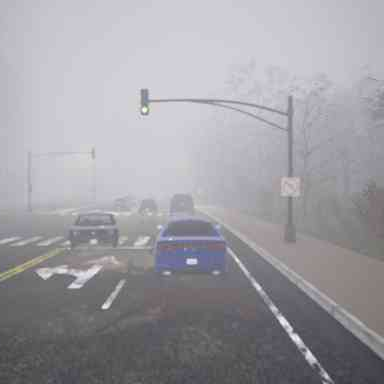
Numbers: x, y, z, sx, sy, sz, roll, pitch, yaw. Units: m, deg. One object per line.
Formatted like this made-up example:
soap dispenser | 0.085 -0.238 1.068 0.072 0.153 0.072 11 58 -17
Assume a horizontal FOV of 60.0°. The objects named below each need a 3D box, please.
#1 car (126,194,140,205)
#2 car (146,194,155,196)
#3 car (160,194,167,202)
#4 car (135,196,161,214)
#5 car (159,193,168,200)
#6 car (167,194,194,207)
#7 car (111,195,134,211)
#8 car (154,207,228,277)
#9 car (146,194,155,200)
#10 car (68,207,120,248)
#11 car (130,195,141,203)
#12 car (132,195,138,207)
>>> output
car | -9.993 1.231 56.562 2.097 1.767 4.553 0 0 -6
car | -8.523 1.312 70.426 1.882 1.535 5.008 0 0 -8
car | -5.365 1.306 71.276 1.882 1.535 5.008 0 0 -9
car | -4.536 1.439 34.888 1.837 1.490 4.892 0 0 -4
car | -6.934 1.113 81.281 1.882 1.535 5.008 0 0 -9
car | -1.026 1.161 31.441 2.150 2.045 5.566 0 0 -4
car | -8.316 1.451 39.081 1.812 1.442 4.674 0 0 -5
car | -0.082 1.460 10.213 1.882 1.535 5.008 0 0 -2
car | -10.142 1.191 80.762 1.994 1.385 4.181 0 0 -9
car | -4.256 1.577 14.767 1.895 1.301 4.718 0 0 -14
car | -11.232 1.414 66.383 1.994 1.385 4.181 0 0 -8
car | -9.120 1.255 48.009 2.097 1.767 4.553 0 0 -5
